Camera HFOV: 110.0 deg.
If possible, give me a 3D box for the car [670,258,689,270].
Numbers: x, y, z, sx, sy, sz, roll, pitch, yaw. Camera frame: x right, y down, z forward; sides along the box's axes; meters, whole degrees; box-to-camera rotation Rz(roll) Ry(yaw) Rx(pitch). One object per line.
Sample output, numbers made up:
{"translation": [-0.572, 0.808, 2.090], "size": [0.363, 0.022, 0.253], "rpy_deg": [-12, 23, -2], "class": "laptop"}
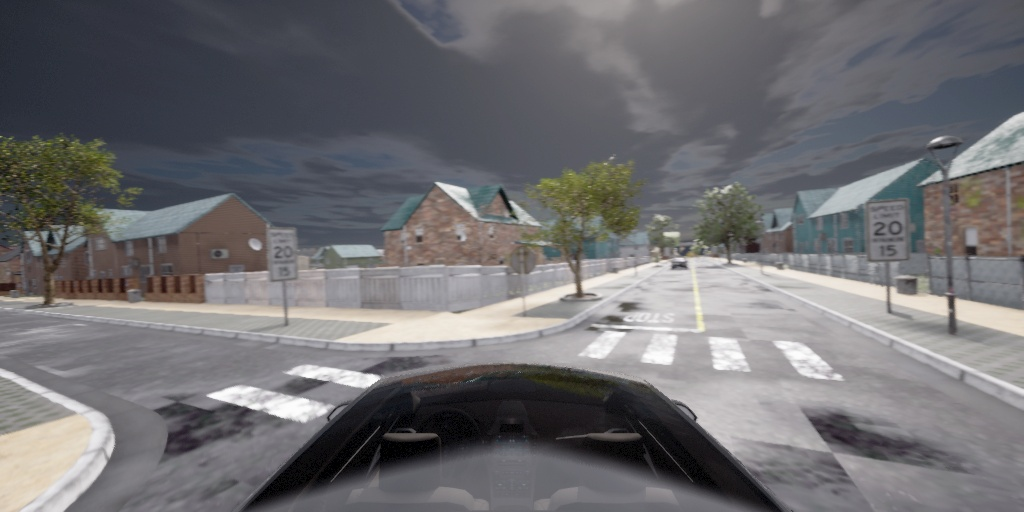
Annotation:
{"translation": [20.359, 0.896, 43.547], "size": [2.033, 1.411, 5.357], "rpy_deg": [-2, -1, 27], "class": "car"}
